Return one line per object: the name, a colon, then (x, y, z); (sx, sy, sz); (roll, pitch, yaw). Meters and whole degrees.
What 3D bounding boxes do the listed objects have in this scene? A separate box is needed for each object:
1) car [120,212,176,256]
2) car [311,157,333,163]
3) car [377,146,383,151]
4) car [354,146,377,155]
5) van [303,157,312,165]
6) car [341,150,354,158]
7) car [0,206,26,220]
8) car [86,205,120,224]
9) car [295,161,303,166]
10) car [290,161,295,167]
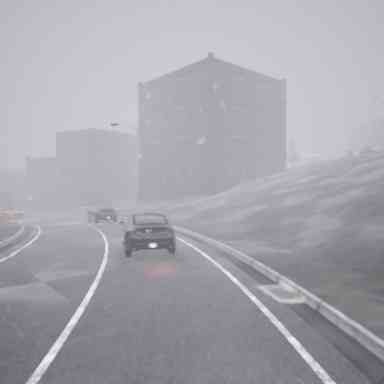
car: (-1.860, 1.581, 13.613); (1.837, 1.490, 4.892); (0, -1, -13)
car: (23.641, -5.427, 59.145); (2.231, 1.521, 4.892); (0, 1, 1)
car: (23.145, -4.865, 36.944); (2.002, 1.452, 4.674); (0, 1, 1)
car: (23.271, -5.171, 42.614); (2.185, 1.767, 4.553); (0, 1, 1)
van: (23.761, -5.770, 64.536); (1.878, 1.987, 4.442); (0, 1, 1)
car: (23.395, -5.302, 48.131); (2.185, 1.767, 4.553); (0, 1, 1)
car: (-22.809, 2.600, 42.014); (4.553, 1.767, 2.097); (-4, -1, 41)
car: (-7.988, 1.902, 29.273); (1.837, 1.490, 4.892); (-1, -1, -28)
car: (23.889, -5.621, 70.181); (2.002, 1.452, 4.674); (0, 1, 1)
car: (24.010, -6.019, 75.661); (2.435, 2.045, 5.566); (0, 1, 1)
